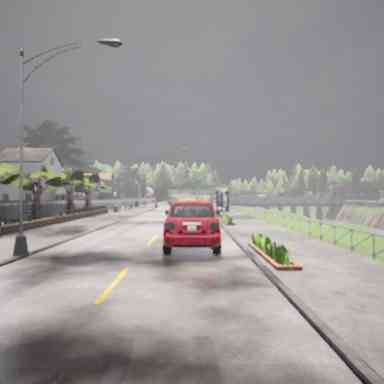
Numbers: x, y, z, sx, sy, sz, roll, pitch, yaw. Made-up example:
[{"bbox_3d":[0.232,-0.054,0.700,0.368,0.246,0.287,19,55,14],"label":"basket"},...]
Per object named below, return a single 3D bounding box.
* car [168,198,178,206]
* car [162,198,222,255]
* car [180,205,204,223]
[{"bbox_3d":[-3.998,2.140,71.757,1.882,1.535,5.008,0,-1,0],"label":"car"},{"bbox_3d":[0.002,1.348,14.015,2.150,2.045,5.566,0,0,0],"label":"car"},{"bbox_3d":[0.003,1.872,29.101,1.895,1.301,4.718,0,0,0],"label":"car"}]
